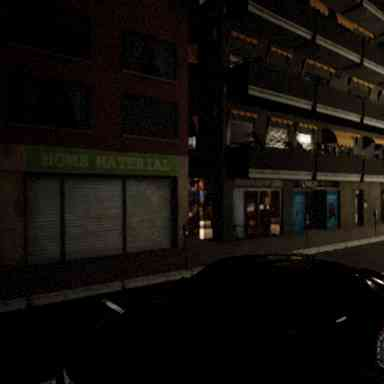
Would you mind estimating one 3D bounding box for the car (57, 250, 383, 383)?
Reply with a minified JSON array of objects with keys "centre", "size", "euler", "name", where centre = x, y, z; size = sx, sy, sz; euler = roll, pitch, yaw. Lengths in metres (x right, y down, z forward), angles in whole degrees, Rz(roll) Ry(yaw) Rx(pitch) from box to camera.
[{"centre":[0.854,1.536,4.079],"size":[4.674,1.442,1.812],"euler":[0,0,-37],"name":"car"}]
